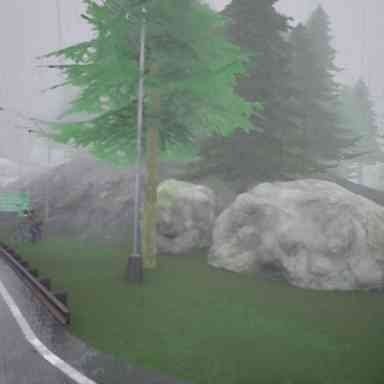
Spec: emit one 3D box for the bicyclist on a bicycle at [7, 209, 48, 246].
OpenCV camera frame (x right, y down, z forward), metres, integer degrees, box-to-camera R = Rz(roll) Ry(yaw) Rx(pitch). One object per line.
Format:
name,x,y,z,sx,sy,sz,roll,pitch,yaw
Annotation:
bicyclist on a bicycle,-7.412,1.626,15.075,1.656,1.620,0.582,3,-2,-27

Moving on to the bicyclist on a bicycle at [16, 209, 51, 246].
bicyclist on a bicycle,-7.556,1.656,15.928,0.582,1.620,1.656,1,-2,12
